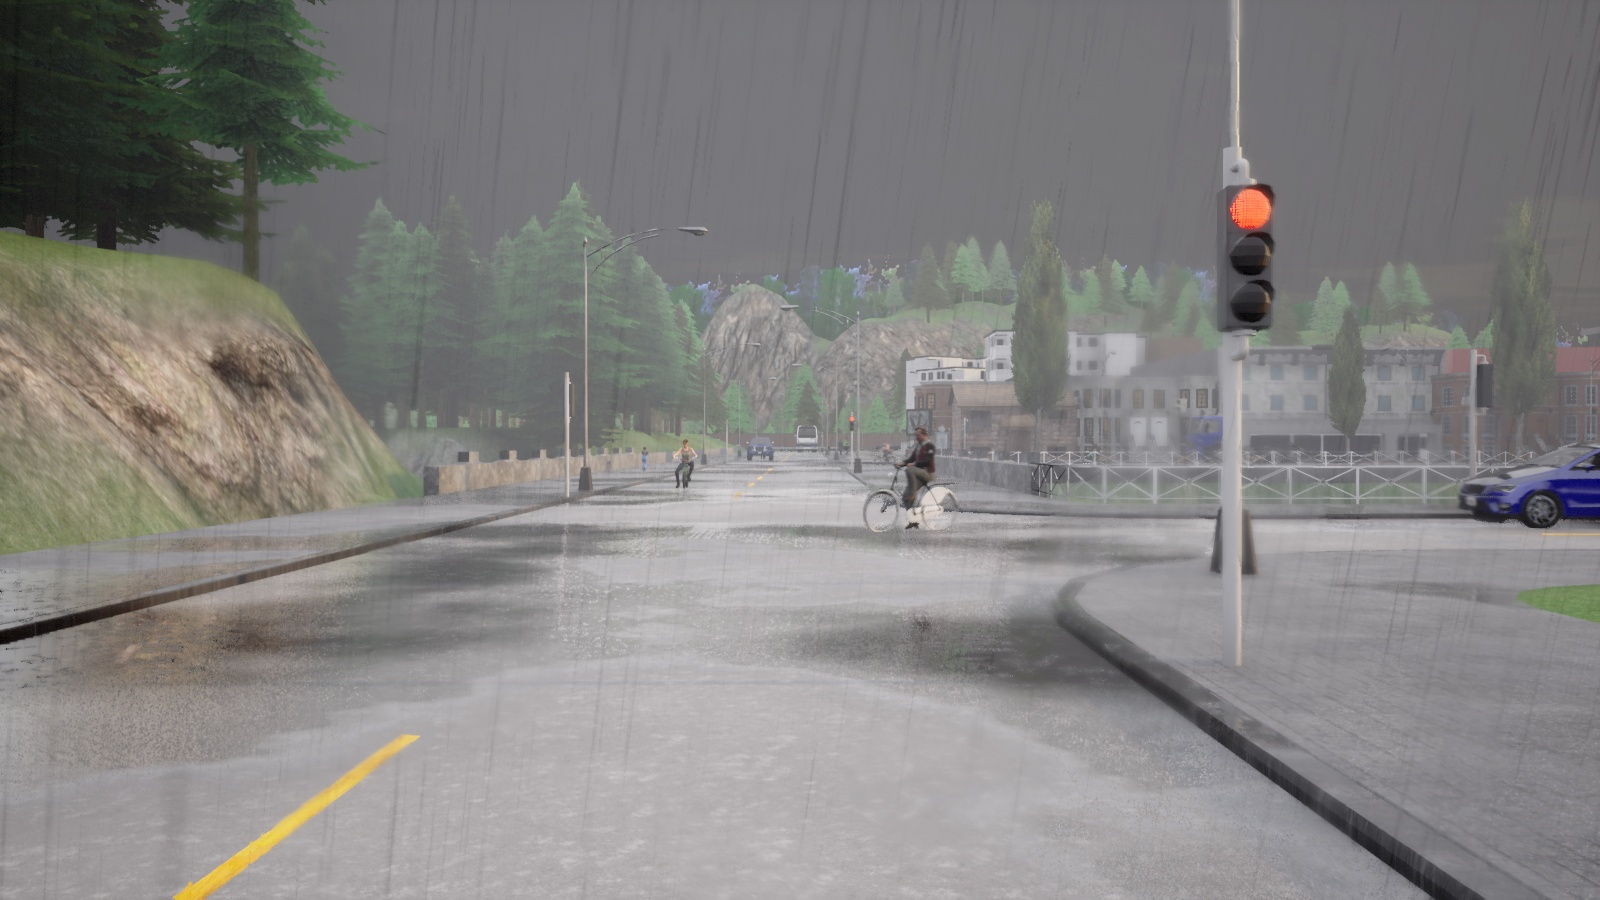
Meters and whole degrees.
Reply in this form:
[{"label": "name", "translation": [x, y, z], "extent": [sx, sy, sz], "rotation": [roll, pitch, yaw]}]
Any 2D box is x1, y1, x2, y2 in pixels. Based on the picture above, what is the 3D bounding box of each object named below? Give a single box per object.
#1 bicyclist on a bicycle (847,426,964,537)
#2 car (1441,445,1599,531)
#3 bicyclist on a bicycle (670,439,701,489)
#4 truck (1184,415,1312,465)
[{"label": "bicyclist on a bicycle", "translation": [1.753, 0.501, 20.848], "extent": [1.843, 1.776, 0.659], "rotation": [0, 2, -27]}, {"label": "car", "translation": [13.975, 0.645, 22.370], "extent": [4.193, 1.474, 1.816], "rotation": [0, 0, 0]}, {"label": "bicyclist on a bicycle", "translation": [-3.753, 0.448, 41.180], "extent": [0.866, 1.612, 1.509], "rotation": [0, 0, 0]}, {"label": "truck", "translation": [31.278, -0.707, 87.921], "extent": [7.936, 3.462, 2.891], "rotation": [0, 0, 0]}]
